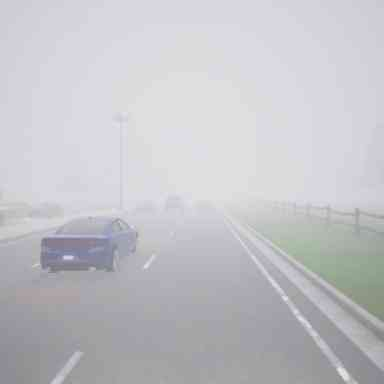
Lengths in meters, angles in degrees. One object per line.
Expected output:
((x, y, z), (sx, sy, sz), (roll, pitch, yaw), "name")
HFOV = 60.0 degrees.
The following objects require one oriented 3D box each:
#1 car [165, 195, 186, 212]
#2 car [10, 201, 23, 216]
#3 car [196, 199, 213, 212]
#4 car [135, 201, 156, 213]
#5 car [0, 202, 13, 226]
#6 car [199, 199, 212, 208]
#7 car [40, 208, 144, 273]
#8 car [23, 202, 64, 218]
((-1.963, 1.368, 40.438), (2.150, 2.045, 5.566), (0, 0, 3), "car")
((-17.498, 1.654, 32.429), (1.882, 1.535, 5.008), (0, 0, 3), "car")
((1.579, 1.612, 41.030), (1.882, 1.535, 5.008), (0, 0, 3), "car")
((-5.559, 1.721, 40.055), (1.994, 1.385, 4.181), (0, 0, 4), "car")
((-14.368, 1.655, 22.230), (1.812, 1.442, 4.674), (0, 0, 2), "car")
((2.138, 1.730, 51.166), (1.994, 1.385, 4.181), (0, 0, 3), "car")
((-3.052, 1.527, 10.919), (1.882, 1.535, 5.008), (0, 0, 2), "car")
((-14.009, 1.726, 32.106), (1.994, 1.385, 4.181), (0, 0, 2), "car")
